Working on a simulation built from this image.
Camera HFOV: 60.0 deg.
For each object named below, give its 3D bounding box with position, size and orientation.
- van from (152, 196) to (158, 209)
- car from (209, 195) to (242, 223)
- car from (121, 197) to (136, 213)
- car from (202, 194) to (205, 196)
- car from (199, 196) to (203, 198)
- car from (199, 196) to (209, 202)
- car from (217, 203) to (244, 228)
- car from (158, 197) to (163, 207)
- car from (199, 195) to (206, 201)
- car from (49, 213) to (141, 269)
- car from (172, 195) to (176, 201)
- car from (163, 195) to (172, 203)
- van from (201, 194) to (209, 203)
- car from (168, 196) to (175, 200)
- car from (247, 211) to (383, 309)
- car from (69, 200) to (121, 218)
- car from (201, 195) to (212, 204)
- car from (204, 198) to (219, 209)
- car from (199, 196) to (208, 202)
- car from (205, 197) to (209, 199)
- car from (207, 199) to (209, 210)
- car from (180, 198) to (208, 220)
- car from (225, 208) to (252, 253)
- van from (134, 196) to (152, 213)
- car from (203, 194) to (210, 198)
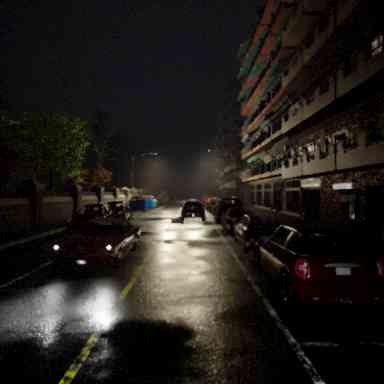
[{"bbox_3d":[-5.675,1.346,41.646,1.690,1.788,3.998,0,0,0],"label":"van"},{"bbox_3d":[2.701,1.312,24.753,2.192,1.841,5.009,0,0,0],"label":"car"},{"bbox_3d":[-5.680,1.437,24.756,1.967,1.590,4.097,0,0,0],"label":"car"},{"bbox_3d":[2.708,1.331,52.904,2.192,1.841,5.009,0,0,0],"label":"car"},{"bbox_3d":[0.112,1.572,46.030,1.994,1.385,4.181,0,0,0],"label":"car"},{"bbox_3d":[2.714,1.614,75.426,1.947,1.339,4.313,0,0,0],"label":"car"},{"bbox_3d":[2.698,1.541,19.123,1.887,1.381,4.507,0,0,0],"label":"car"},{"bbox_3d":[-5.674,1.560,47.276,2.008,1.369,4.403,0,0,0],"label":"car"},{"bbox_3d":[2.717,1.608,86.687,1.887,1.381,4.507,0,0,0],"label":"car"},{"bbox_3d":[-2.996,1.598,11.245,1.895,1.301,4.718,0,0,0],"label":"car"},{"bbox_3d":[-5.663,1.630,86.690,1.947,1.339,4.313,0,0,0],"label":"car"},{"bbox_3d":[-5.668,1.565,69.628,1.752,1.417,4.829,0,0,0],"label":"car"},{"bbox_3d":[2.713,1.381,69.795,1.690,1.788,3.998,0,0,0],"label":"van"},{"bbox_3d":[-5.662,1.654,92.320,1.802,1.307,4.206,0,0,0],"label":"car"},{"bbox_3d":[2.696,1.438,7.863,1.967,1.590,4.097,0,0,0],"label":"car"},{"bbox_3d":[-5.682,1.437,19.127,1.967,1.590,4.097,0,0,0],"label":"car"},{"bbox_3d":[2.711,1.472,64.164,1.967,1.590,4.097,0,0,0],"label":"car"},{"bbox_3d":[2.706,1.592,47.274,1.802,1.307,4.206,0,0,0],"label":"car"},{"bbox_3d":[2.715,1.606,81.056,2.008,1.369,4.403,0,0,0],"label":"car"},{"bbox_3d":[2.703,1.546,36.014,1.887,1.381,4.507,0,0,0],"label":"car"},{"bbox_3d":[2.701,1.549,30.384,2.008,1.369,4.403,0,0,0],"label":"car"},{"bbox_3d":[0.097,1.503,27.608,1.837,1.490,4.892,0,0,0],"label":"car"},{"bbox_3d":[2.696,1.547,13.494,2.008,1.369,4.403,0,0,0],"label":"car"},{"bbox_3d":[-5.677,1.342,36.017,1.690,1.788,3.998,0,0,0],"label":"van"},{"bbox_3d":[2.705,1.445,41.643,1.967,1.590,4.097,0,0,0],"label":"car"}]
